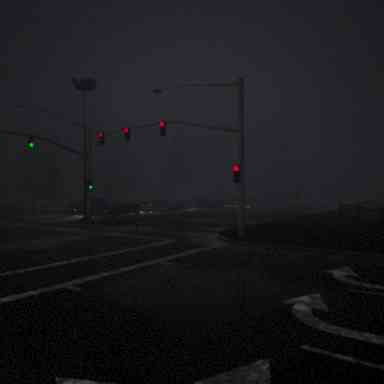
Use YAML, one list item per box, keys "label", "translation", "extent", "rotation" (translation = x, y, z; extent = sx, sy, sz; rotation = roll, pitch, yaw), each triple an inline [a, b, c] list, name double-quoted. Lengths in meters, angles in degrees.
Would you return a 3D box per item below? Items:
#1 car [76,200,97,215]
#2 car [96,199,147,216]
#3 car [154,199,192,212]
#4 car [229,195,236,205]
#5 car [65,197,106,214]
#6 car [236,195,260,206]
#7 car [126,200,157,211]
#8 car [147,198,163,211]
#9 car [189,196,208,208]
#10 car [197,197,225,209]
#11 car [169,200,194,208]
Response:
- label: "car"
  translation: [-10.479, 1.961, 39.367]
  extent: [2.033, 1.411, 5.357]
  rotation: [-1, -1, 35]
- label: "car"
  translation: [-7.740, 1.859, 37.175]
  extent: [2.128, 1.511, 4.902]
  rotation: [-1, -1, 35]
- label: "car"
  translation: [-2.448, 1.969, 44.778]
  extent: [1.895, 1.301, 4.718]
  rotation: [-1, -1, 35]
- label: "car"
  translation: [9.403, 1.638, 67.678]
  extent: [2.150, 2.045, 5.566]
  rotation: [-1, -1, 36]
- label: "car"
  translation: [-13.093, 1.681, 41.737]
  extent: [2.150, 2.045, 5.566]
  rotation: [-1, -1, 35]
- label: "car"
  translation: [11.185, 1.591, 64.179]
  extent: [2.150, 2.045, 5.566]
  rotation: [-1, 0, 36]
- label: "car"
  translation: [-7.529, 1.987, 49.726]
  extent: [1.812, 1.442, 4.674]
  rotation: [-1, -1, 35]
- label: "car"
  translation: [-5.085, 1.767, 47.122]
  extent: [2.097, 1.767, 4.553]
  rotation: [-1, -1, 35]
- label: "car"
  translation: [0.927, 1.638, 55.748]
  extent: [2.150, 2.045, 5.566]
  rotation: [-1, -1, 35]
- label: "car"
  translation: [3.327, 1.971, 53.062]
  extent: [1.895, 1.301, 4.718]
  rotation: [-1, -1, 35]
- label: "car"
  translation: [-1.837, 2.063, 57.882]
  extent: [1.895, 1.301, 4.718]
  rotation: [-1, -1, 35]
